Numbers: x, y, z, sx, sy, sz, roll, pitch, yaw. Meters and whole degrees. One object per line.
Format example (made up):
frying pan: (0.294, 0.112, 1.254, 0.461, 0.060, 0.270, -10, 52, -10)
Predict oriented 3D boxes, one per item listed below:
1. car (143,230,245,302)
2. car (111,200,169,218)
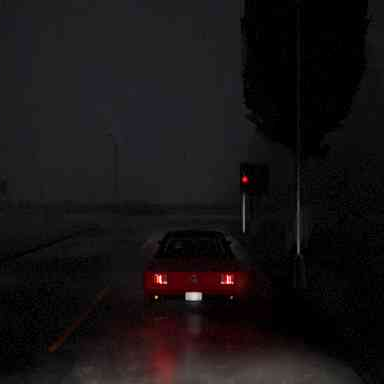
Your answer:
car: (0.062, 1.597, 8.235, 1.895, 1.301, 4.718, 0, 0, 1)
car: (-4.461, 1.477, 28.765, 4.902, 1.511, 2.128, 0, 0, 0)
